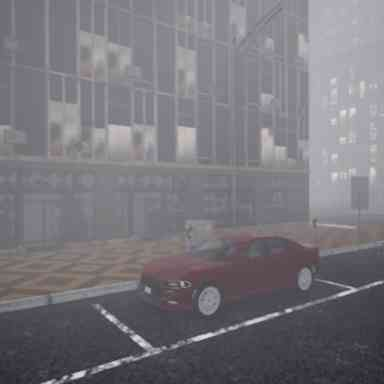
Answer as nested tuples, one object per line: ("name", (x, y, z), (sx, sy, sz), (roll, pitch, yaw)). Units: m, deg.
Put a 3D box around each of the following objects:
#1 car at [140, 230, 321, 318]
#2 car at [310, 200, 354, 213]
("car", (1.017, 1.589, 7.457), (4.507, 1.381, 1.887), (1, -1, -35))
("car", (15.623, 1.587, 37.306), (1.752, 1.417, 4.829), (0, 0, -35))
